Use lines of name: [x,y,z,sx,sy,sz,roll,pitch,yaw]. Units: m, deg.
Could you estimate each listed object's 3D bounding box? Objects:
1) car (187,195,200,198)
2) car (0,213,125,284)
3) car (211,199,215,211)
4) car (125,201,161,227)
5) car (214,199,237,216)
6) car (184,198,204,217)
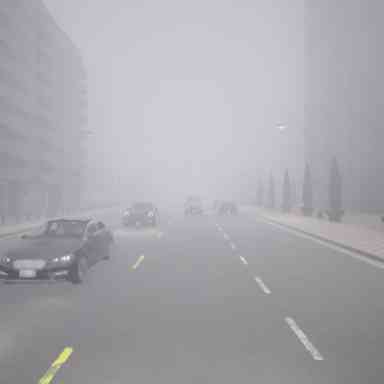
car: [0.244,1.423,43.898,2.150,2.045,5.566,0,0,1]
car: [-3.606,1.537,9.760,2.128,1.511,4.902,0,0,0]
car: [3.687,1.713,45.424,1.837,1.490,4.892,0,0,1]
car: [-3.458,1.459,23.516,2.097,1.767,4.553,0,0,1]
car: [3.678,1.666,35.156,1.837,1.490,4.892,0,0,1]
car: [0.208,1.680,33.567,1.812,1.442,4.674,0,0,0]
